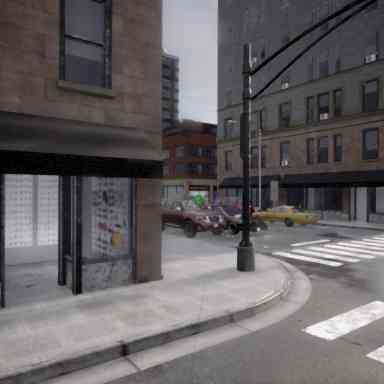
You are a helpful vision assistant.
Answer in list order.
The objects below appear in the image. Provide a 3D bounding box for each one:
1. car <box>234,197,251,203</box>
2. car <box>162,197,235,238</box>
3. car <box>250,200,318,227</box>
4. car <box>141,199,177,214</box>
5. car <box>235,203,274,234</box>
[{"bbox_3d":[2.915,1.313,27.187,2.192,1.841,5.009,0,0,-36],"label":"car"},{"bbox_3d":[-0.322,1.285,17.909,2.192,1.841,5.009,0,0,-36],"label":"car"},{"bbox_3d":[6.115,1.529,22.703,1.752,1.417,4.829,0,0,-36],"label":"car"},{"bbox_3d":[-3.685,1.530,36.431,1.887,1.381,4.507,0,0,-36],"label":"car"},{"bbox_3d":[1.796,1.528,19.250,2.033,1.411,5.357,0,0,-38],"label":"car"}]
